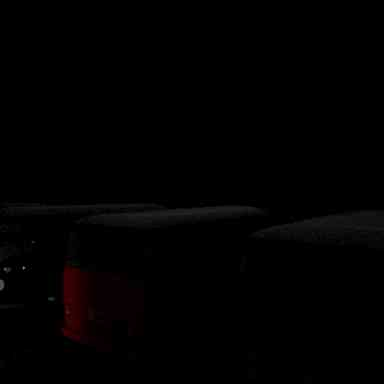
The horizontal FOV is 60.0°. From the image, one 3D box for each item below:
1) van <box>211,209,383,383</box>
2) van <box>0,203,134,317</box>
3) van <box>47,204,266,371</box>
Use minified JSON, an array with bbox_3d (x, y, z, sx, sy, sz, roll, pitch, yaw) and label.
[{"bbox_3d":[2.255,1.262,4.296,1.878,1.987,4.442,0,0,36],"label":"van"},{"bbox_3d":[-2.397,1.268,7.328,1.878,1.987,4.442,-1,0,36],"label":"van"},{"bbox_3d":[0.101,1.265,5.832,1.878,1.987,4.442,0,0,36],"label":"van"}]
